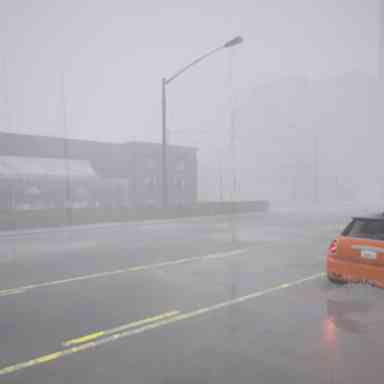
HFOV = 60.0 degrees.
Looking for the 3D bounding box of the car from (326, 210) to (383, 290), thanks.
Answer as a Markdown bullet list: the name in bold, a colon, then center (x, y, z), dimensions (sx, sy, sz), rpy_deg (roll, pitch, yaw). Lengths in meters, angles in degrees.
- **car**: center (5.245, 1.260, 8.026), dimensions (4.553, 1.767, 2.097), rpy_deg (-1, 1, -38)
